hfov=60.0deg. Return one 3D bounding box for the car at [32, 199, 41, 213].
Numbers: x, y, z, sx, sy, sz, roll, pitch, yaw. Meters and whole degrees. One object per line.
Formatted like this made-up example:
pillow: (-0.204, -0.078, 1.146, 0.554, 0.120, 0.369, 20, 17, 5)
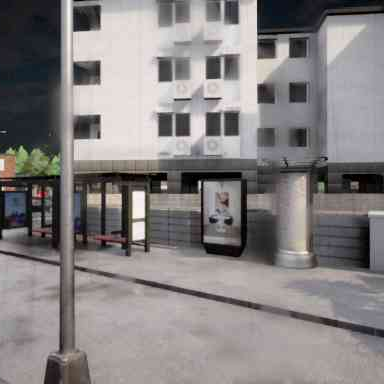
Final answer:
car: (-16.148, 1.504, 34.084, 1.837, 1.490, 4.892, 0, 0, 35)
